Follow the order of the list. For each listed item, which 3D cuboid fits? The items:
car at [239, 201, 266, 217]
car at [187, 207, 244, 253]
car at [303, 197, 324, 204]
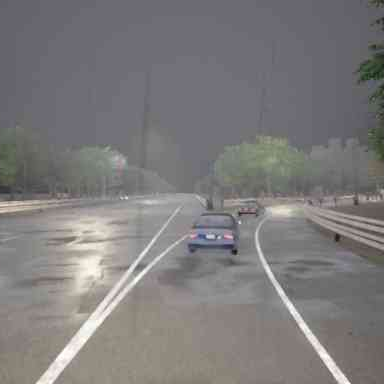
[{"bbox_3d":[5.638,1.567,31.346,2.033,1.411,5.357,0,0,21],"label":"car"},{"bbox_3d":[1.014,1.556,13.725,2.033,1.411,5.357,0,0,9],"label":"car"},{"bbox_3d":[20.741,1.552,56.619,2.033,1.411,5.357,0,0,41],"label":"car"}]
